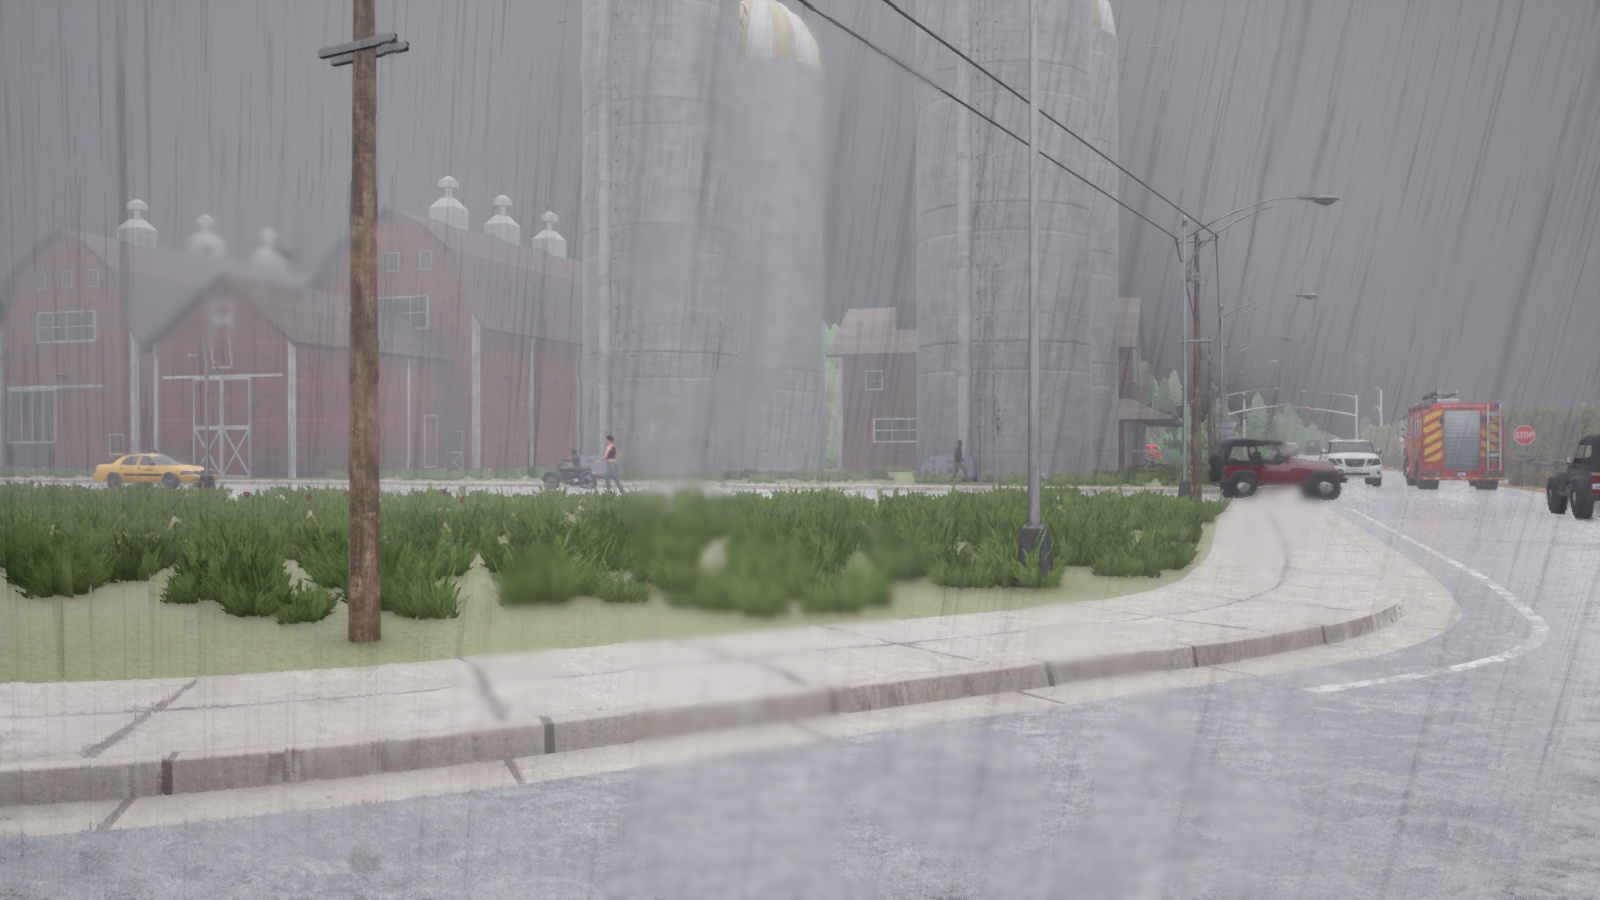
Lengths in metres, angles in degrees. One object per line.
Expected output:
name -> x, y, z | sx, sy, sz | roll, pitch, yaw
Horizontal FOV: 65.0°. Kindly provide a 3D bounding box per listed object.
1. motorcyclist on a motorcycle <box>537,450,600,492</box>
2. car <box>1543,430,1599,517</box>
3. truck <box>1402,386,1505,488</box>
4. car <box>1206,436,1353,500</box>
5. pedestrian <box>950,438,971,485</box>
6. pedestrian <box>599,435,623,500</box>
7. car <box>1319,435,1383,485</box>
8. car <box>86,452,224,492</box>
motorcyclist on a motorcycle -> -9.126, 0.816, 49.406 | 2.350, 1.649, 0.766 | 0, 0, 19
car -> 18.579, 0.508, 28.824 | 1.905, 1.878, 3.866 | 0, 0, 19
truck -> 26.531, -0.487, 51.321 | 2.891, 3.827, 8.468 | 0, 0, 22
car -> 14.516, 0.532, 38.208 | 3.866, 1.878, 1.905 | 0, 0, 9
pedestrian -> 6.317, 0.439, 49.350 | 0.703, 1.840, 0.431 | 0, 0, 31
pedestrian -> -5.379, 0.496, 35.710 | 0.594, 1.836, 0.345 | 0, 0, 13
car -> 24.062, 0.411, 54.977 | 2.150, 2.045, 5.566 | 0, 0, 19
car -> -26.469, 0.897, 51.528 | 5.366, 1.575, 1.801 | 0, 0, 19
